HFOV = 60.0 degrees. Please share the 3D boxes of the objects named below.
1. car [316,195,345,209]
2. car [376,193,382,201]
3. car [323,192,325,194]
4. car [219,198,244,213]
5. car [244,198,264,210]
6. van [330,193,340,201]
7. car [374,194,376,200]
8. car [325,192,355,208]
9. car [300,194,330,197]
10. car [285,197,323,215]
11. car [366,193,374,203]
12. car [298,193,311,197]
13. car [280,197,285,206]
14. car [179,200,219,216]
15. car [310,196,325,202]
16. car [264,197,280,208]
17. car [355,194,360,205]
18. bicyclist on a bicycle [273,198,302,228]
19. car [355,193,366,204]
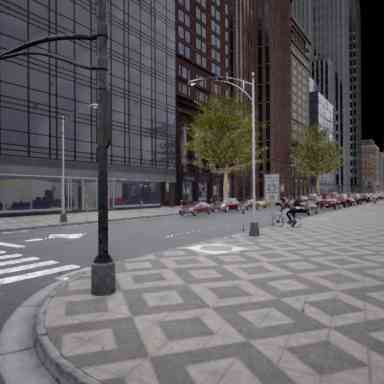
[{"bbox_3d":[17.059,1.378,40.823,1.887,1.381,4.507,0,0,35],"label":"car"},{"bbox_3d":[42.625,1.360,77.988,1.802,1.307,4.206,-1,0,35],"label":"car"},{"bbox_3d":[22.175,1.053,52.796,2.150,2.045,5.566,-1,0,35],"label":"car"},{"bbox_3d":[3.646,1.367,36.366,1.967,1.590,4.097,0,0,35],"label":"car"},{"bbox_3d":[6.844,1.495,41.013,1.802,1.307,4.206,0,0,35],"label":"car"},{"bbox_3d":[35.607,1.187,82.831,1.690,1.788,3.998,-1,0,35],"label":"van"},{"bbox_3d":[36.330,1.304,68.837,1.752,1.417,4.829,-1,0,35],"label":"car"},{"bbox_3d":[20.254,1.137,45.470,2.192,1.841,5.009,0,0,35],"label":"car"},{"bbox_3d":[16.489,1.340,44.529,2.128,1.511,4.902,-1,0,35],"label":"car"},{"bbox_3d":[10.668,1.425,31.531,1.947,1.339,4.313,0,0,35],"label":"car"},{"bbox_3d":[33.038,1.101,64.053,2.192,1.841,5.009,0,0,35],"label":"car"},{"bbox_3d":[19.628,1.416,59.599,1.887,1.381,4.507,0,0,35],"label":"car"},{"bbox_3d":[13.236,1.456,50.306,1.947,1.339,4.313,0,0,35],"label":"car"},{"bbox_3d":[0.452,1.525,31.720,1.802,1.307,4.206,0,0,35],"label":"car"},{"bbox_3d":[26.021,1.419,68.892,1.947,1.339,4.313,0,0,35],"label":"car"},{"bbox_3d":[9.943,1.427,45.519,1.752,1.417,4.829,0,0,35],"label":"car"},{"bbox_3d":[23.451,1.379,50.114,1.947,1.339,4.313,0,0,35],"label":"car"},{"bbox_3d":[5.240,1.177,18.414,1.656,1.620,0.582,-1,0,35],"label":"bicyclist on a bicycle"},{"bbox_3d":[26.646,1.119,54.760,2.192,1.841,5.009,0,0,35],"label":"car"}]
